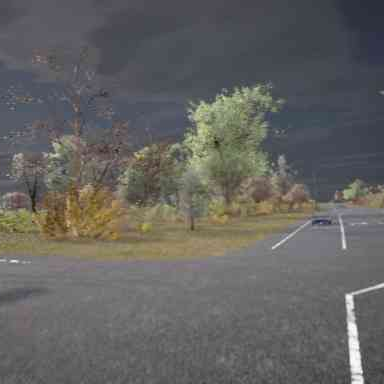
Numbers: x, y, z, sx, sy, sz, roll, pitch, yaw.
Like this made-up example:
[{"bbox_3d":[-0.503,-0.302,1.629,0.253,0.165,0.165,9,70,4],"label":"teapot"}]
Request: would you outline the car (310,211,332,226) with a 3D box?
[{"bbox_3d":[13.322,2.657,34.128,2.033,1.411,5.357,-4,-3,23],"label":"car"}]
